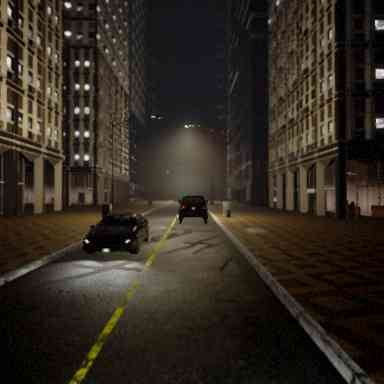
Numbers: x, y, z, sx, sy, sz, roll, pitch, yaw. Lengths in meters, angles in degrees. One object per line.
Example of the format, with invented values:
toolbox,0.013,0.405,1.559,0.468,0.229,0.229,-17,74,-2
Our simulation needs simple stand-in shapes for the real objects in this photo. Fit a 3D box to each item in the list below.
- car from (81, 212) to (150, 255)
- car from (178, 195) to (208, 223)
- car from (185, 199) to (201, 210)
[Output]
car,-2.852,1.558,13.717,2.033,1.411,5.357,0,0,0
car,0.099,1.241,26.003,2.150,2.045,5.566,0,0,0
car,0.096,1.595,43.370,1.994,1.385,4.181,0,0,0
